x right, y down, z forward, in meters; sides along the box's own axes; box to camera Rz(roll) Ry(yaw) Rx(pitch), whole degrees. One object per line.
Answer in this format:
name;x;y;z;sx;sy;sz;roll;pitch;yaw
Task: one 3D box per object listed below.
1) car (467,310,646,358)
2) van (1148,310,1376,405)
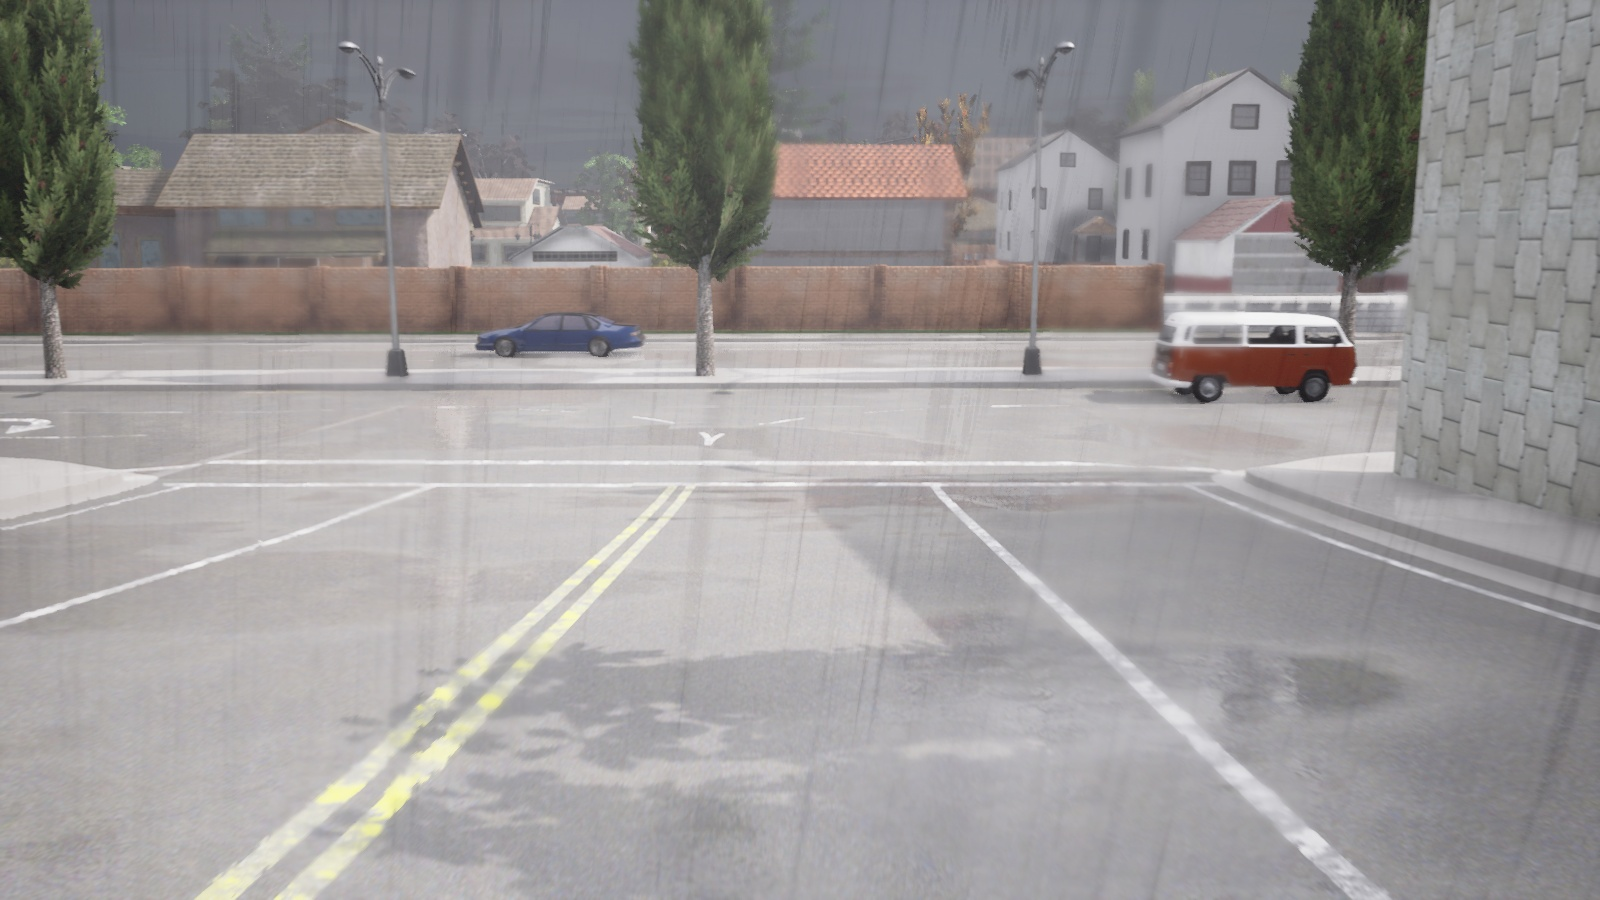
car;-7.796;-3.772;40.619;5.357;1.411;2.033;0;10;-1
van;10.743;-2.200;29.497;4.480;2.038;2.069;0;10;-1
